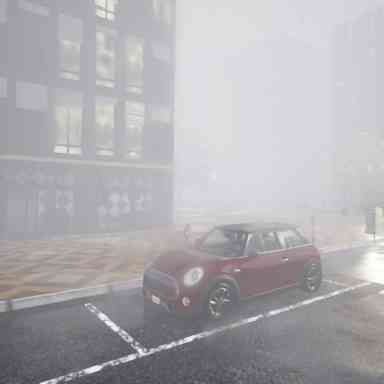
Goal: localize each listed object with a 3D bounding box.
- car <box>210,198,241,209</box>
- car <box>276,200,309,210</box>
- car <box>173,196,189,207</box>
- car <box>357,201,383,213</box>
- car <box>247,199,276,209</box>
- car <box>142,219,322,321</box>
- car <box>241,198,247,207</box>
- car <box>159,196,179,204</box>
[{"bbox_3d":[4.327,1.676,46.662,2.008,1.369,4.403,1,-1,-35],"label":"car"},{"bbox_3d":[14.446,1.805,46.884,1.802,1.307,4.206,1,-1,-35],"label":"car"},{"bbox_3d":[-2.238,1.732,55.910,1.887,1.381,4.507,1,-1,-35],"label":"car"},{"bbox_3d":[21.011,1.728,37.637,1.947,1.339,4.313,1,-1,-35],"label":"car"},{"bbox_3d":[11.164,1.798,51.509,1.887,1.381,4.507,1,-1,-35],"label":"car"},{"bbox_3d":[0.960,1.441,7.241,4.097,1.590,1.967,0,1,-36],"label":"car"},{"bbox_3d":[7.881,1.724,56.133,1.967,1.590,4.097,1,-1,-35],"label":"car"},{"bbox_3d":[-5.248,1.723,74.631,2.192,1.841,5.009,1,-1,-35],"label":"car"}]
